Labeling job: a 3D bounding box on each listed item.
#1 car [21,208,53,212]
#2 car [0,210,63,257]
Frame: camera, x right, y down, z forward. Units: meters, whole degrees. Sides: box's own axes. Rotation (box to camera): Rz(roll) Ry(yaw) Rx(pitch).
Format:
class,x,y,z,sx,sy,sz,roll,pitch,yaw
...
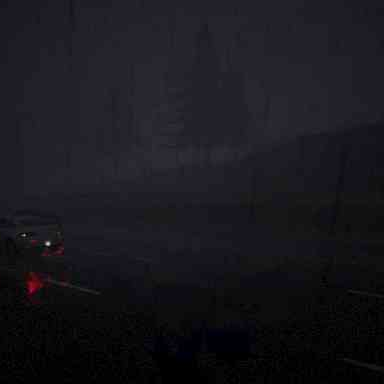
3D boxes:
class,x,y,z,sx,sy,sz,roll,pitch,yaw
car,-9.829,1.742,20.352,4.892,1.490,1.837,-1,0,40
car,-7.168,1.688,13.714,4.674,1.442,1.812,-1,-1,37
